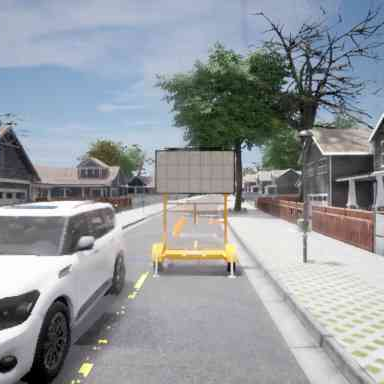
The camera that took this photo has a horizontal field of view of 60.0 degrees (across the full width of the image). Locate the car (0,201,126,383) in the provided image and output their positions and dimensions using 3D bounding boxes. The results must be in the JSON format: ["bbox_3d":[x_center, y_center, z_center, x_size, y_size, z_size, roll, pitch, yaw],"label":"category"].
[{"bbox_3d":[-2.660,1.222,5.775,2.150,2.045,5.566,0,0,1],"label":"car"}]

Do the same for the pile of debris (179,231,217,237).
[{"bbox_3d":[0.331,2.148,17.133,1.860,0.140,1.500,0,0,2],"label":"pile of debris"}]

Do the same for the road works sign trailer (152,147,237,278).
[{"bbox_3d":[0.098,0.459,10.136,2.380,3.560,2.880,0,0,2],"label":"road works sign trailer"}]
